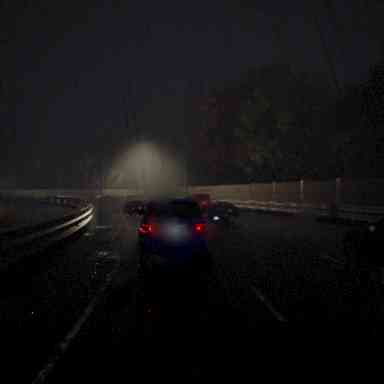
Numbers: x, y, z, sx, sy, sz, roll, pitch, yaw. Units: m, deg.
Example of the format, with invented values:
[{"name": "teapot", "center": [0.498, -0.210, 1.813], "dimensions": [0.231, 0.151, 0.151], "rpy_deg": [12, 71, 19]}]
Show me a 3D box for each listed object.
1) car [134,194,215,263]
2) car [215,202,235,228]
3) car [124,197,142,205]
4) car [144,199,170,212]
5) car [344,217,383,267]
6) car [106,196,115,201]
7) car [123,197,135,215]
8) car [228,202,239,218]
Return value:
[{"name": "car", "center": [-0.801, 1.225, 12.186], "dimensions": [2.150, 2.045, 5.566], "rpy_deg": [0, 0, -7]}, {"name": "car", "center": [1.062, 1.561, 22.121], "dimensions": [1.994, 1.385, 4.181], "rpy_deg": [0, 0, -12]}, {"name": "car", "center": [-10.845, 1.605, 61.105], "dimensions": [1.994, 1.385, 4.181], "rpy_deg": [0, 0, -28]}, {"name": "car", "center": [-4.220, 1.580, 39.473], "dimensions": [1.994, 1.385, 4.181], "rpy_deg": [0, 0, -21]}, {"name": "car", "center": [6.136, 1.332, 9.185], "dimensions": [2.097, 1.767, 4.553], "rpy_deg": [-1, 0, -2]}, {"name": "car", "center": [-20.500, 1.672, 84.187], "dimensions": [1.895, 1.301, 4.718], "rpy_deg": [0, 0, -8]}, {"name": "car", "center": [-5.760, 1.569, 33.759], "dimensions": [2.033, 1.411, 5.357], "rpy_deg": [0, 0, -19]}, {"name": "car", "center": [2.641, 1.553, 29.902], "dimensions": [1.994, 1.385, 4.181], "rpy_deg": [0, 0, -17]}]
